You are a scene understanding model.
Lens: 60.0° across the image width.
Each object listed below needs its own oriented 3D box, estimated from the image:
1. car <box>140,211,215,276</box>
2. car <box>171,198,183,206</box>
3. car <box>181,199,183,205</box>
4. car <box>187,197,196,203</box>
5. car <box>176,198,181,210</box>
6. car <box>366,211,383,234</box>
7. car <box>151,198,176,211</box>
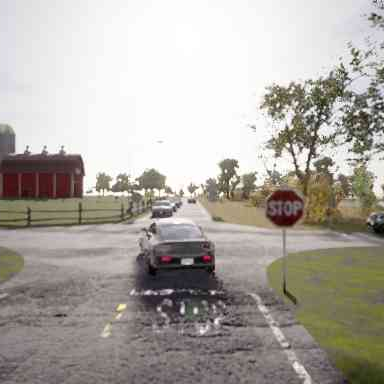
[{"bbox_3d":[-0.590,1.556,10.511,1.812,1.442,4.674,0,0,-12],"label":"car"},{"bbox_3d":[-2.767,1.785,61.863,1.994,1.385,4.181,0,0,1],"label":"car"},{"bbox_3d":[-2.838,1.656,51.812,1.882,1.535,5.008,0,0,0],"label":"car"},{"bbox_3d":[-0.012,1.828,74.170,1.994,1.385,4.181,0,0,0],"label":"car"},{"bbox_3d":[-2.847,1.687,41.909,2.033,1.411,5.357,0,0,0],"label":"car"},{"bbox_3d":[13.275,1.520,19.479,5.566,2.045,2.150,1,-1,-1],"label":"car"},{"bbox_3d":[-2.813,1.608,32.122,1.837,1.490,4.892,0,0,-1],"label":"car"}]
